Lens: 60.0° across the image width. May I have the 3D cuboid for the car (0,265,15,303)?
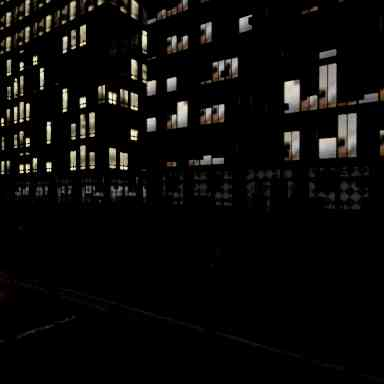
[{"bbox_3d":[-5.491,1.526,6.799,4.829,1.417,1.752,0,0,36],"label":"car"}]
